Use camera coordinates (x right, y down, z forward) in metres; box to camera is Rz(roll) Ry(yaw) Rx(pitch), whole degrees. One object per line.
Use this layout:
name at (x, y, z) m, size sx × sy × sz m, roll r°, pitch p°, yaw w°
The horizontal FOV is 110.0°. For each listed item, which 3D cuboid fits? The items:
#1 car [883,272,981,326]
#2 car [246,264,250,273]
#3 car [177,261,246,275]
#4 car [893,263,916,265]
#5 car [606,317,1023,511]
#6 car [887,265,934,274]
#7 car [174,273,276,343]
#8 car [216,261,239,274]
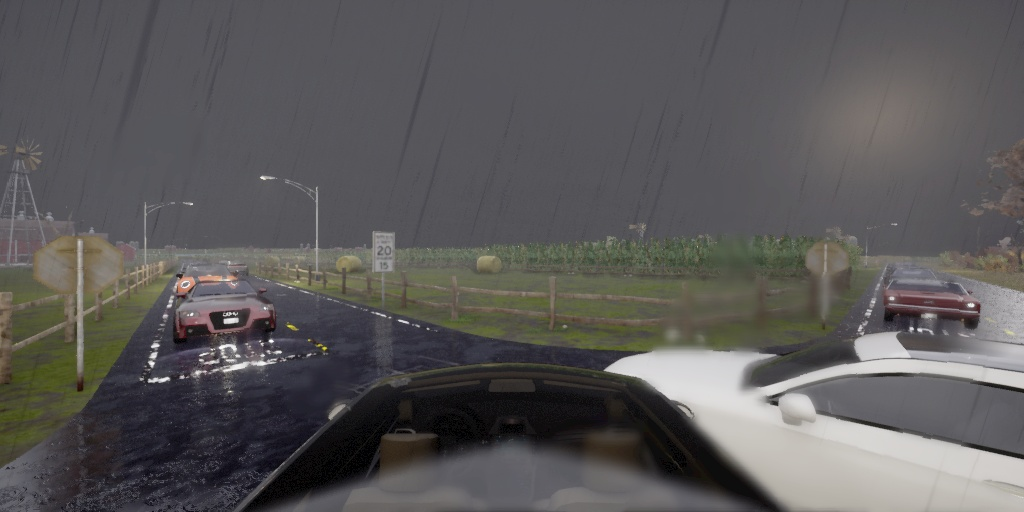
car at (13.412, 1.398, 11.651) m, size 4.718 × 1.301 × 1.895 m, roll 0°, pitch 1°, yaw -44°
car at (-27.316, 1.300, 35.504) m, size 2.128 × 1.511 × 4.902 m, roll 0°, pitch 0°, yaw -42°
car at (-13.869, 1.148, 16.401) m, size 2.097 × 1.767 × 4.553 m, roll 0°, pitch 0°, yaw -42°
car at (27.122, 1.402, 24.600) m, size 4.181 × 1.385 × 1.994 m, roll 0°, pitch 1°, yaw -43°
car at (2.819, 1.293, 2.489) m, size 1.812 × 1.442 × 4.674 m, roll 0°, pitch 1°, yaw -44°
car at (20.427, 1.364, 18.282) m, size 5.357 × 1.411 × 2.033 m, roll 0°, pitch 1°, yaw -43°
car at (-8.031, 1.359, 9.973) m, size 1.994 × 1.385 × 4.181 m, roll 0°, pitch 0°, yaw -43°
car at (-34.107, 1.325, 42.897) m, size 1.837 × 1.490 × 4.892 m, roll 0°, pitch 0°, yaw -42°
